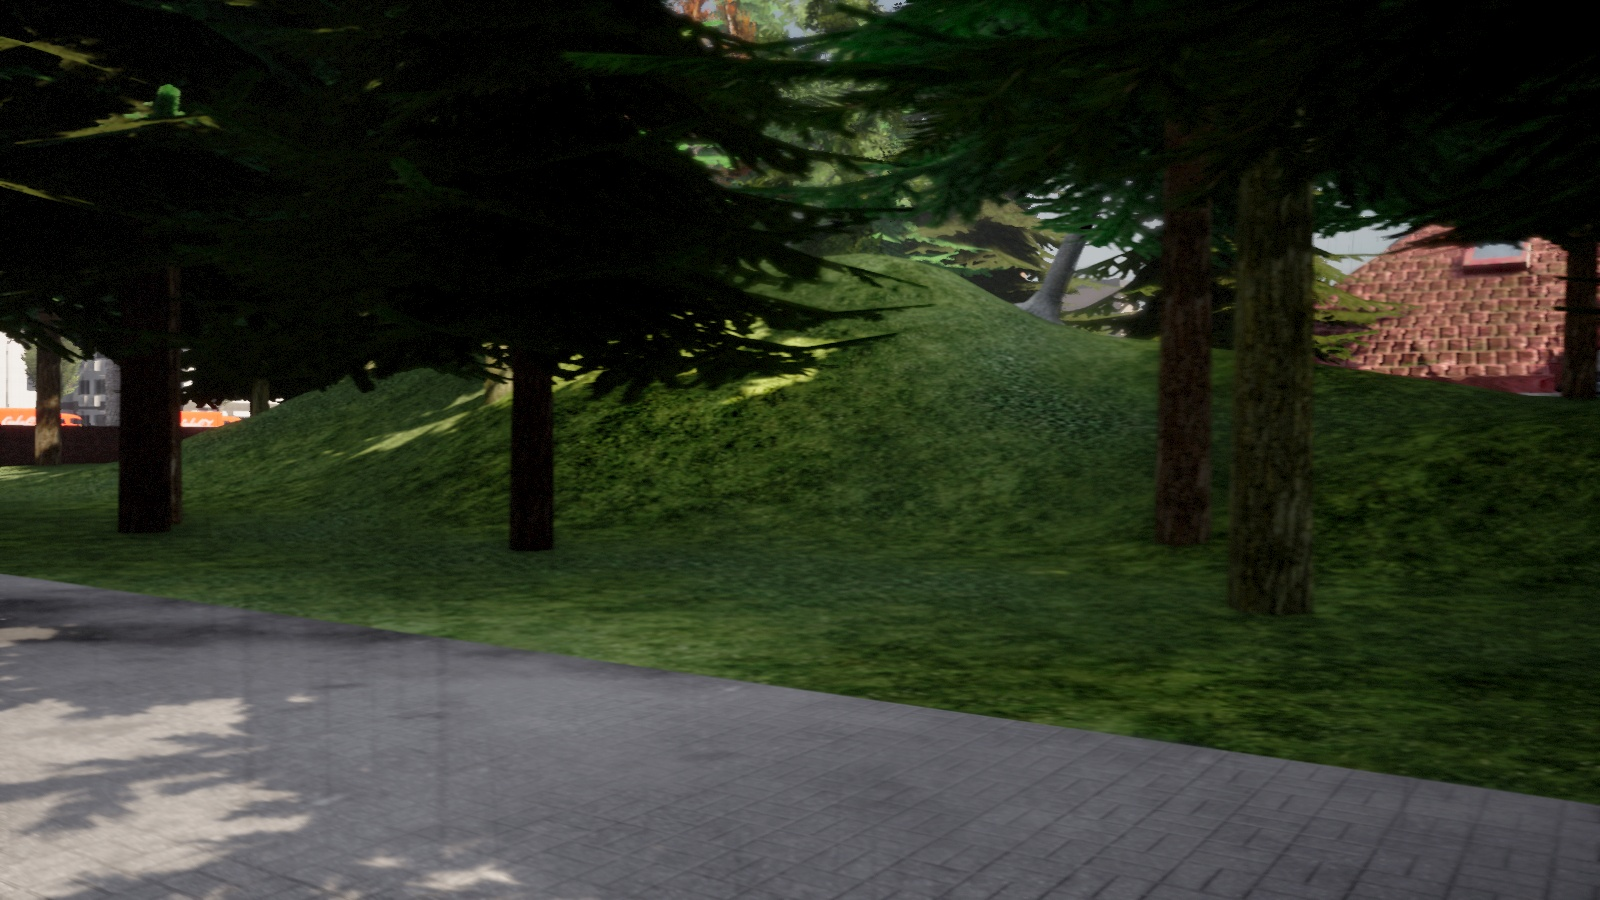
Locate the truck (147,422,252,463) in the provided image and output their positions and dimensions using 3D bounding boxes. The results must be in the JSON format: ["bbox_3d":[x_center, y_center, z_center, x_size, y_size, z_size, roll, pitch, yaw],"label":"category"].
[{"bbox_3d":[-37.209,-0.482,77.953,2.627,2.467,5.204,0,1,34],"label":"truck"}]

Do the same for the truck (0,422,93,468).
[{"bbox_3d":[-42.664,-0.321,69.753,2.627,2.467,5.204,0,1,34],"label":"truck"}]
